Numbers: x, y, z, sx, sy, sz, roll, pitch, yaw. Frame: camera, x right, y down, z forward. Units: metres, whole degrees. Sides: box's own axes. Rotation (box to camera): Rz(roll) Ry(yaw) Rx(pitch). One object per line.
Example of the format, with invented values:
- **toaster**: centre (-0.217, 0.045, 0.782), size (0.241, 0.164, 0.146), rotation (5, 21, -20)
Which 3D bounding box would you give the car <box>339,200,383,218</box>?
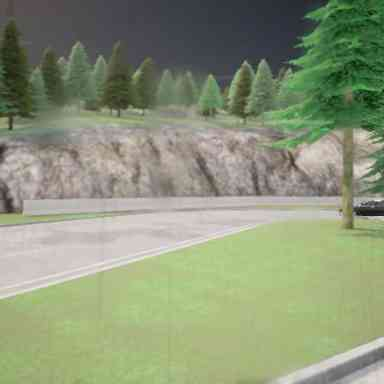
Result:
- **car**: centre (14.325, 1.374, 26.442), size (4.892, 1.490, 1.837), rotation (1, -2, 25)
